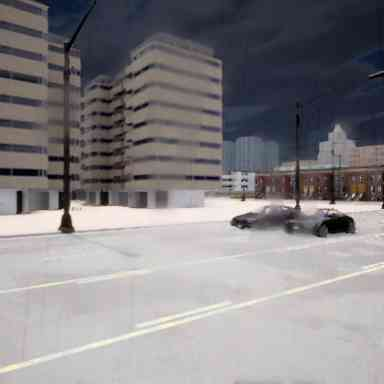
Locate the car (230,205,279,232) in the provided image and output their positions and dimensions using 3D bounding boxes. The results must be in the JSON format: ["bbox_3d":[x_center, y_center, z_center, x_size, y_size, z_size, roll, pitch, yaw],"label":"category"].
[{"bbox_3d":[4.843,1.536,20.346,5.357,1.411,2.033,0,0,-35],"label":"car"}]

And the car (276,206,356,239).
[{"bbox_3d":[6.703,1.552,17.372,4.181,1.385,1.994,0,0,-35],"label":"car"}]
